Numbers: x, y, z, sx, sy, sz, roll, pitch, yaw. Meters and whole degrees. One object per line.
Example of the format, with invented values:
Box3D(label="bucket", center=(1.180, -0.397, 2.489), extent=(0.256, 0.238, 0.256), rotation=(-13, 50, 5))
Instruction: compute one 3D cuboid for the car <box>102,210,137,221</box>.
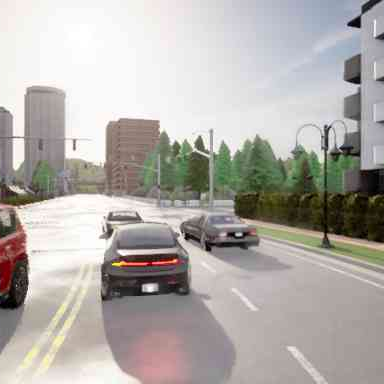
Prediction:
Box3D(label="car", center=(-3.637, 1.591, 17.259), extent=(1.895, 1.301, 4.718), rotation=(0, 0, -18))

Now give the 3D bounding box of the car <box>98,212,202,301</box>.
Box3D(label="car", center=(-1.272, 1.500, 8.443), extent=(1.837, 1.490, 4.892), rotation=(0, 0, -12))

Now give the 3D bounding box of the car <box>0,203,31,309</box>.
Box3D(label="car", center=(-4.127, 1.218, 4.789), extent=(2.150, 2.045, 5.566), rotation=(0, 0, -9))

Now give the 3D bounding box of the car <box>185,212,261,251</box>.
Box3D(label="car", center=(0.947, 1.540, 14.103), extent=(2.033, 1.411, 5.357), rotation=(0, 0, -16))
